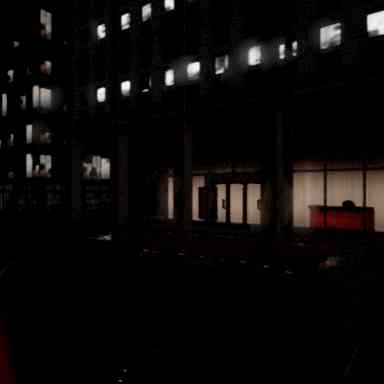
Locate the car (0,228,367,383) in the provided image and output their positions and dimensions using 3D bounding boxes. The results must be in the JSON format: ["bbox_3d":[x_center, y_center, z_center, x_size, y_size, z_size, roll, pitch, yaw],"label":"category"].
[{"bbox_3d":[-0.918,1.339,3.522,5.009,1.841,2.192,-1,0,36],"label":"car"}]
